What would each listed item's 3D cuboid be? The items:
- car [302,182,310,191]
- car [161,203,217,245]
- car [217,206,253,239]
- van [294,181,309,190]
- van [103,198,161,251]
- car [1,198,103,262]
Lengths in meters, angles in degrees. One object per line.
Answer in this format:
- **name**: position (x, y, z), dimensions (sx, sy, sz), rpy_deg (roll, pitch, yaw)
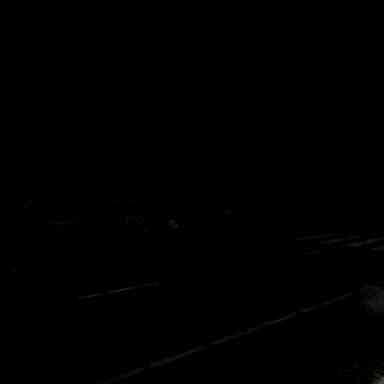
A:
- **car**: position (28.137, -1.022, 78.519), dimensions (2.097, 1.535, 5.008), rpy_deg (5, 6, 40)
- **car**: position (-1.247, 1.337, 15.760), dimensions (2.185, 1.767, 4.553), rpy_deg (0, 0, -37)
- **car**: position (0.984, 1.453, 17.378), dimensions (2.231, 1.521, 4.892), rpy_deg (0, 0, -37)
- **van**: position (26.716, -1.502, 81.177), dimensions (1.878, 1.987, 4.442), rpy_deg (5, 6, 40)
- **van**: position (-3.369, 1.245, 13.993), dimensions (1.878, 1.987, 4.442), rpy_deg (0, 0, -37)
- **car**: position (-5.652, 1.227, 12.463), dimensions (2.435, 2.045, 5.566), rpy_deg (0, 0, -36)
